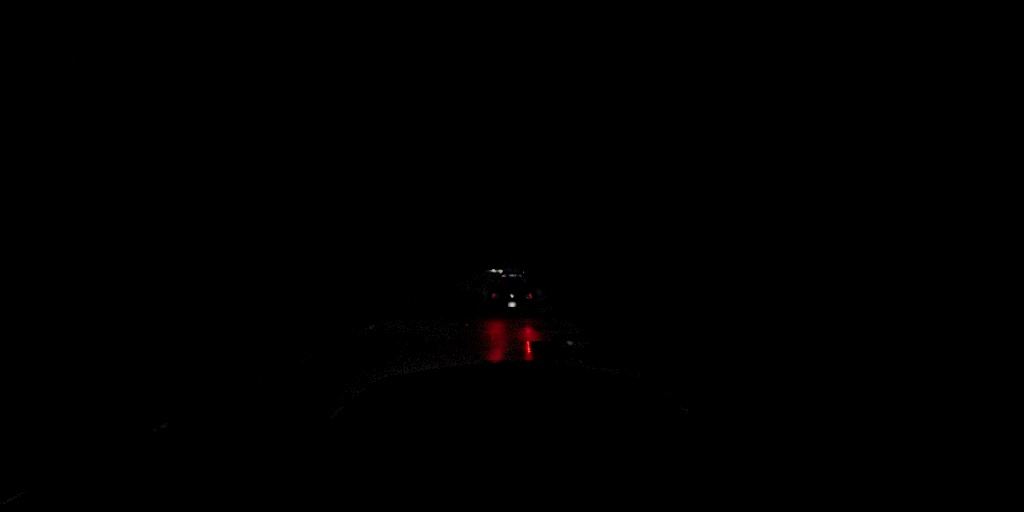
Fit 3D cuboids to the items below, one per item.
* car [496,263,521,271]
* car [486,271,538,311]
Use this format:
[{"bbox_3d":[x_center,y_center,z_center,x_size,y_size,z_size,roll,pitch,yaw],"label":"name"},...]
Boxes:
[{"bbox_3d":[0.018,1.571,29.374,2.033,1.411,5.357,0,-1,0],"label":"car"},{"bbox_3d":[0.021,1.487,15.106,1.895,1.301,4.718,0,-1,0],"label":"car"}]
